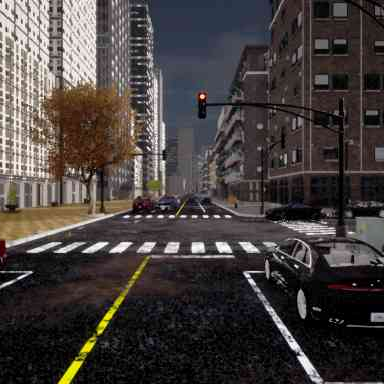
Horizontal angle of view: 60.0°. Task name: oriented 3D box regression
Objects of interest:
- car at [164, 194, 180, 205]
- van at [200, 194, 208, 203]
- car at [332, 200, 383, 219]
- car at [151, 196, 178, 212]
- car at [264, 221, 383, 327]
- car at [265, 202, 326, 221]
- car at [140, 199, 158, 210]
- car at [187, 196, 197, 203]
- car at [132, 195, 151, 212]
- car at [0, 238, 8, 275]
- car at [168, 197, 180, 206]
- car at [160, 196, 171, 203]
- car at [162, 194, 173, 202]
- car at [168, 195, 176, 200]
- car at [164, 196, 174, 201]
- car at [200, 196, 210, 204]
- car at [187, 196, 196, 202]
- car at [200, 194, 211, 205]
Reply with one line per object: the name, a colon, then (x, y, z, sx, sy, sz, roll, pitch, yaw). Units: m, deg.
car: (-3.137, 1.382, 48.364, 2.097, 1.767, 4.553, 0, 0, 0)
van: (2.627, 1.402, 72.451, 1.690, 1.788, 3.998, 0, 0, 0)
car: (13.403, 1.350, 26.340, 4.403, 1.369, 2.008, -1, 1, -1)
car: (-3.133, 1.512, 38.486, 2.128, 1.511, 4.902, 0, 0, 0)
car: (2.682, 1.551, 6.925, 2.008, 1.369, 4.403, 0, 0, 0)
car: (7.491, 1.467, 24.306, 4.181, 1.385, 1.994, -2, 0, 7)
car: (-5.730, 1.592, 44.829, 1.947, 1.339, 4.313, 0, 0, 0)
car: (0.038, 1.619, 68.917, 1.994, 1.385, 4.181, 0, 0, 0)
car: (-5.726, 1.336, 39.306, 2.192, 1.841, 5.009, 0, 0, 0)
car: (-5.698, 1.545, 6.918, 1.887, 1.381, 4.507, 0, 0, 0)
car: (-3.130, 1.642, 58.435, 1.895, 1.301, 4.718, 0, 0, 0)
car: (-5.753, 1.627, 72.444, 1.947, 1.339, 4.313, 0, 0, 0)
car: (-5.758, 1.385, 77.966, 2.192, 1.841, 5.009, 0, 0, 0)
car: (-5.772, 1.654, 94.535, 2.008, 1.369, 4.403, 0, 0, 0)
car: (-5.763, 1.632, 83.489, 2.008, 1.369, 4.403, 0, 0, 0)
car: (2.632, 1.578, 67.097, 1.752, 1.417, 4.829, 0, 0, 0)
car: (-0.067, 1.625, 78.862, 1.994, 1.385, 4.181, 0, 0, 0)
car: (2.637, 1.610, 61.404, 1.947, 1.339, 4.313, 0, 0, 0)
